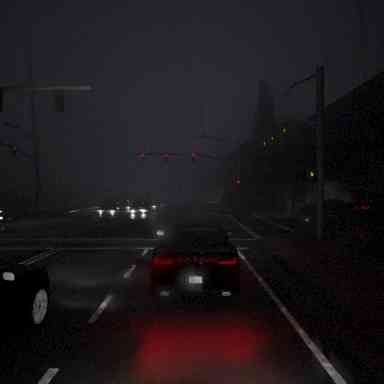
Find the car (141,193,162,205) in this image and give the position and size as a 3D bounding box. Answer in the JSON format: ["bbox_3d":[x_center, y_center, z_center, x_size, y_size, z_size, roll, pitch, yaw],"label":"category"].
[{"bbox_3d":[-6.910,1.352,56.520,2.097,1.767,4.553,0,0,2],"label":"car"}]

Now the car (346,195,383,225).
[{"bbox_3d":[14.405,1.221,23.679,5.566,2.045,2.150,0,0,0],"label":"car"}]

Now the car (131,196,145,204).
[{"bbox_3d":[-10.211,1.526,63.223,1.812,1.442,4.674,0,0,2],"label":"car"}]

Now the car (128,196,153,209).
[{"bbox_3d":[-7.157,1.601,46.712,1.895,1.301,4.718,0,0,1],"label":"car"}]

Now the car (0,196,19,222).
[{"bbox_3d":[-15.185,1.351,23.441,4.553,1.767,2.097,0,0,-7],"label":"car"}]

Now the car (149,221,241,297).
[{"bbox_3d":[0.070,1.478,8.635,1.882,1.535,5.008,0,0,0],"label":"car"}]

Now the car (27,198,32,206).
[{"bbox_3d":[-24.888,1.156,46.985,3.866,1.878,1.905,0,0,0],"label":"car"}]

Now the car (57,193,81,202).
[{"bbox_3d":[-24.903,1.156,66.608,3.866,1.878,1.905,0,0,0],"label":"car"}]

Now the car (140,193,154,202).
[{"bbox_3d":[-9.873,1.200,73.904,2.150,2.045,5.566,0,0,2],"label":"car"}]

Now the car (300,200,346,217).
[{"bbox_3d":[12.661,1.478,30.894,5.008,1.535,1.882,0,0,0],"label":"car"}]

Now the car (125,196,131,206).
[{"bbox_3d":[-10.513,1.352,53.077,2.097,1.767,4.553,0,0,2],"label":"car"}]

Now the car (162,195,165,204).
[{"bbox_3d":[-6.605,1.352,66.373,2.097,1.767,4.553,0,0,2],"label":"car"}]

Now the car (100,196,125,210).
[{"bbox_3d":[-10.705,1.505,44.077,1.837,1.490,4.892,0,0,1],"label":"car"}]

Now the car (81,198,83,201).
[{"bbox_3d":[-24.888,1.395,69.503,3.806,1.475,1.970,0,0,0],"label":"car"}]

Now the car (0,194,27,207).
[{"bbox_3d":[-24.946,1.153,44.090,4.605,1.855,1.932,0,0,0],"label":"car"}]

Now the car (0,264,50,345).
[{"bbox_3d":[-3.440,1.478,3.903,1.882,1.535,5.008,0,0,0],"label":"car"}]
